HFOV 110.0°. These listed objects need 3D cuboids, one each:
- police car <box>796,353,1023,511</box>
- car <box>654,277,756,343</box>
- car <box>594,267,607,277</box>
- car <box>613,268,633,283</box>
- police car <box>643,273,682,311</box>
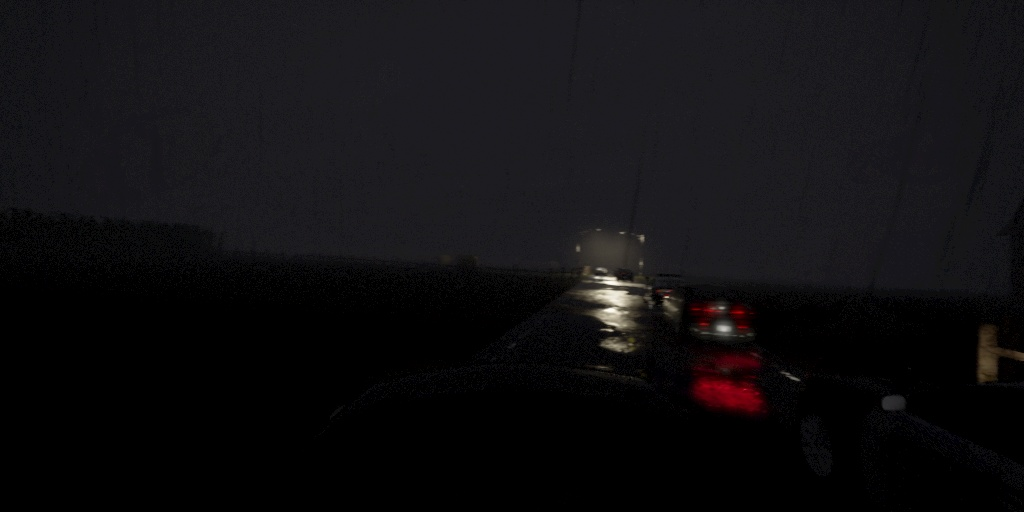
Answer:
[{"bbox_3d":[3.425,1.326,1.747,1.930,1.638,5.238,2,-1,15],"label":"police car"},{"bbox_3d":[5.922,1.621,11.312,1.837,1.490,4.892,2,-1,15],"label":"car"},{"bbox_3d":[13.798,2.490,55.552,2.033,1.411,5.357,2,-1,15],"label":"car"},{"bbox_3d":[13.305,2.259,42.527,1.882,1.535,5.008,2,0,15],"label":"car"},{"bbox_3d":[7.472,1.674,17.223,1.930,1.638,5.238,2,-1,15],"label":"police car"}]
